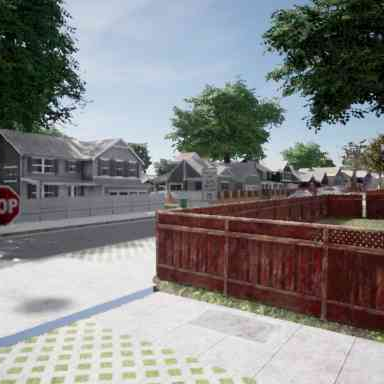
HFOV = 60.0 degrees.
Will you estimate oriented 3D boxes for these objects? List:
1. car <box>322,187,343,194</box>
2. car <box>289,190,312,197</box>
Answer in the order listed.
[{"bbox_3d":[21.142,0.253,49.977,2.150,2.045,5.566,0,1,35],"label":"car"},{"bbox_3d":[15.085,0.495,46.115,2.097,1.767,4.553,0,1,35],"label":"car"}]
